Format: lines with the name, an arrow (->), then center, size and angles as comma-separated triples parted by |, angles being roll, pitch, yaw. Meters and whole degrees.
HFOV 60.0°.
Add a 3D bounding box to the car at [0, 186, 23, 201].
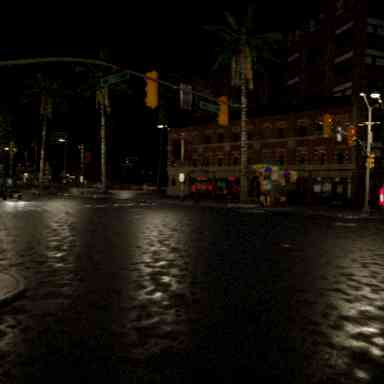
car -> -20.236, 0.100, 36.451 | 4.902, 1.511, 2.128 | 3, 2, 42
